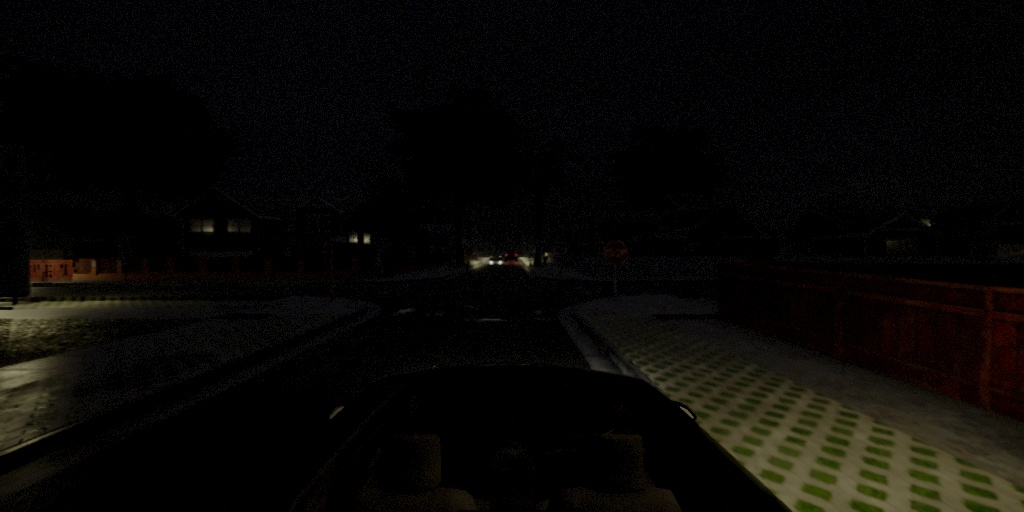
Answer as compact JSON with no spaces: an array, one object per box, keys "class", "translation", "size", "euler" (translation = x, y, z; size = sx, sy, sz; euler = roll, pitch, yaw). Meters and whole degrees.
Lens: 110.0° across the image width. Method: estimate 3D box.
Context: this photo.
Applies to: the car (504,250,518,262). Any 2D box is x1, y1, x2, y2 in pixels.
[{"class":"car","translation":[-0.149,-0.024,62.067],"size":[2.150,2.045,5.566],"euler":[0,1,0]}]
